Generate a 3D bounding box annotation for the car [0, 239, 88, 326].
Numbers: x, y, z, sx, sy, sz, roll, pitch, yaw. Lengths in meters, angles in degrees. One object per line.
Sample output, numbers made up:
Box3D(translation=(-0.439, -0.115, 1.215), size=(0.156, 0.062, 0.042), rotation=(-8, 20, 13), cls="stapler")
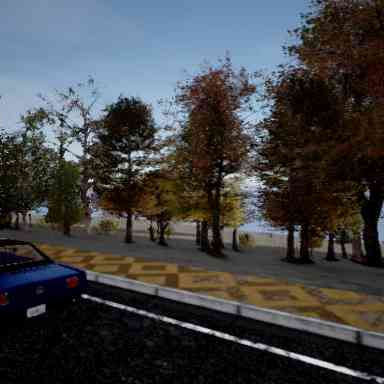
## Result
Box3D(translation=(-4.285, 1.607, 6.581), size=(4.718, 1.301, 1.895), rotation=(0, 0, 35), cls="car")
